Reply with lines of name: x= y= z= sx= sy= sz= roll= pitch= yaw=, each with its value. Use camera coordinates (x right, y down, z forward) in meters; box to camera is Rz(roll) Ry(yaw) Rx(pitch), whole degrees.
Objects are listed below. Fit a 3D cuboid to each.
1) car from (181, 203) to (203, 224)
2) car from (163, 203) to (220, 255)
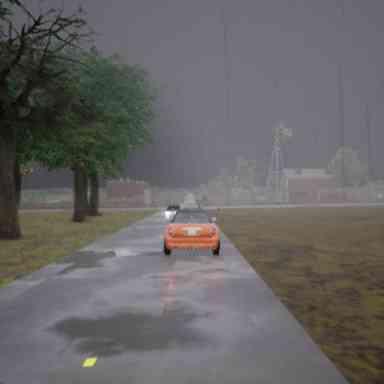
car: x=-0.001 y=1.812 z=29.300 sx=1.837 sy=1.490 sz=4.892 roll=0 pitch=0 yaw=0
car: x=-0.001 y=1.492 z=14.054 sx=2.097 sy=1.767 sz=4.553 roll=0 pitch=-1 yaw=0
